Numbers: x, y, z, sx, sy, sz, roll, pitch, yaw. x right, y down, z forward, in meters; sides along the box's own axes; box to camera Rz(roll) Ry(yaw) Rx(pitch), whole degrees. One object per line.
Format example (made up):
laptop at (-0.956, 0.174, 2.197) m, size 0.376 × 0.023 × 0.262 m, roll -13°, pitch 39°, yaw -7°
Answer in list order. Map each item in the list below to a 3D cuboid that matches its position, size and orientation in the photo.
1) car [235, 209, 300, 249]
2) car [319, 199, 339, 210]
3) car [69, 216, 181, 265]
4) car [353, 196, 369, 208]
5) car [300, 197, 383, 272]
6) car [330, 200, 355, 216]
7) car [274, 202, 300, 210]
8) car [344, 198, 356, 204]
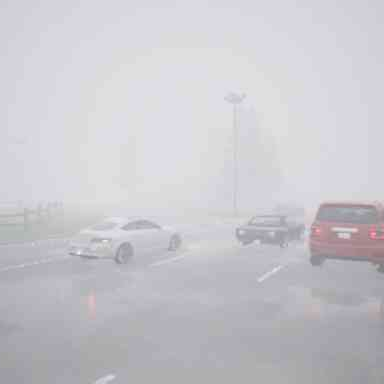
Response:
car at (3.735, 1.685, 15.133) m, size 1.895 × 1.301 × 4.718 m, roll 0°, pitch 0°, yaw 31°
car at (20.413, 1.820, 49.473) m, size 2.033 × 1.411 × 5.357 m, roll 0°, pitch 0°, yaw 31°
car at (-2.215, 1.593, 12.057) m, size 1.812 × 1.442 × 4.674 m, roll 0°, pitch 0°, yaw 31°
car at (28.459, 1.660, 56.015) m, size 2.097 × 1.767 × 4.553 m, roll 0°, pitch 0°, yaw 31°
car at (5.546, 1.286, 11.365) m, size 2.150 × 2.045 × 5.566 m, roll 0°, pitch 0°, yaw 31°
car at (16.222, 1.675, 35.781) m, size 1.882 × 1.535 × 5.008 m, roll 0°, pitch -1°, yaw 31°
car at (8.983, 1.661, 30.572) m, size 2.128 × 1.511 × 4.902 m, roll 0°, pitch 0°, yaw 31°
car at (35.128, 1.959, 73.999) m, size 1.994 × 1.385 × 4.181 m, roll 0°, pitch 0°, yaw 31°
